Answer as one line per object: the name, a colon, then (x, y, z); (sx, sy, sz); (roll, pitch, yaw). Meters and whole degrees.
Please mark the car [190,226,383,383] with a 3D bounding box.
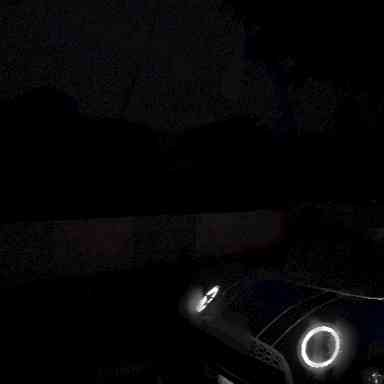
car: (2.185, 1.348, 4.638); (4.553, 1.767, 2.097); (0, 0, -36)
